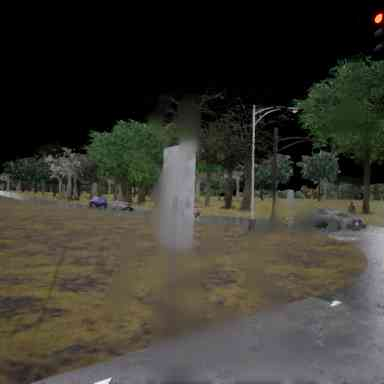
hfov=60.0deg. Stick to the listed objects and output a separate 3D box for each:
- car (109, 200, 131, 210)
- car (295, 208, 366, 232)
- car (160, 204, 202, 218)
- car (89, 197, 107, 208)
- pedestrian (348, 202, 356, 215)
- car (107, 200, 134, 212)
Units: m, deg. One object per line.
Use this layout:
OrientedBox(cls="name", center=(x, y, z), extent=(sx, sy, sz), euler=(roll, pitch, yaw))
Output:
OrientedBox(cls="car", center=(-12.296, 2.192, 56.729), extent=(1.837, 1.490, 4.892), euler=(3, -2, -36))
OrientedBox(cls="car", center=(8.390, 1.661, 20.453), extent=(1.994, 1.385, 4.181), euler=(2, -2, -26))
OrientedBox(cls="car", center=(-1.228, 1.581, 35.026), extent=(2.150, 2.045, 5.566), euler=(3, -3, -35))
OrientedBox(cls="car", center=(-18.384, 1.968, 65.208), extent=(2.150, 2.045, 5.566), euler=(3, -2, -36))
OrientedBox(cls="pedestrian", center=(13.335, 1.722, 27.799), extent=(0.375, 1.860, 0.375), euler=(2, -1, -36))
OrientedBox(cls="car", center=(-9.808, 2.049, 46.970), extent=(1.994, 1.385, 4.181), euler=(3, -2, -36))
